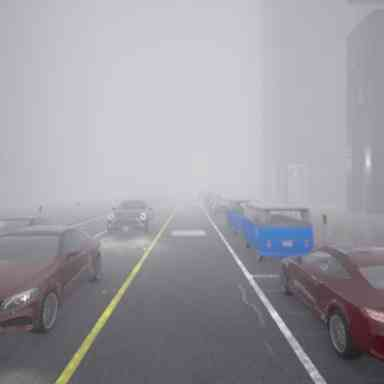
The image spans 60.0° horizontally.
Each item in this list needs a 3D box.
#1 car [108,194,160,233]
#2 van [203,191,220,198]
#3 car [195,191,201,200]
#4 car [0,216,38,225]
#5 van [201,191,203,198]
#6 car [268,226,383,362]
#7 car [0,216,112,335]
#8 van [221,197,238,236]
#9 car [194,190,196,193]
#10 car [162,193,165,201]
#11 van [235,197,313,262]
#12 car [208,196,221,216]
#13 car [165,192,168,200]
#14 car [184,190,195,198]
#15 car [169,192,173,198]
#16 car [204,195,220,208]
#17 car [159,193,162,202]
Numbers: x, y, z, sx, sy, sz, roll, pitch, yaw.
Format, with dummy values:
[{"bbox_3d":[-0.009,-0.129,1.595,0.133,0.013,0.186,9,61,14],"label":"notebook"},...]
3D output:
[{"bbox_3d":[-3.207,1.187,18.327,2.097,1.767,4.553,0,0,0],"label":"car"},{"bbox_3d":[2.491,0.955,39.644,1.690,1.788,3.998,0,1,0],"label":"van"},{"bbox_3d":[2.291,0.670,68.030,2.192,1.841,5.009,0,1,0],"label":"car"},{"bbox_3d":[-5.833,1.493,11.200,1.802,1.307,4.206,0,1,0],"label":"car"},{"bbox_3d":[2.451,0.904,45.322,1.690,1.788,3.998,0,1,0],"label":"van"},{"bbox_3d":[2.732,1.515,5.584,1.802,1.307,4.206,0,1,0],"label":"car"},{"bbox_3d":[-3.137,1.470,6.760,1.812,1.442,4.674,0,1,-1],"label":"car"},{"bbox_3d":[2.651,1.164,16.936,1.690,1.788,3.998,0,1,0],"label":"van"},{"bbox_3d":[2.212,0.694,79.386,1.967,1.590,4.097,0,0,0],"label":"car"},{"bbox_3d":[-6.152,1.019,56.445,1.752,1.417,4.829,0,1,0],"label":"car"},{"bbox_3d":[2.691,1.219,11.259,1.690,1.788,3.998,0,1,0],"label":"van"},{"bbox_3d":[2.571,1.300,28.292,1.802,1.307,4.206,0,1,0],"label":"car"},{"bbox_3d":[-6.193,1.006,62.293,1.947,1.339,4.313,0,1,0],"label":"car"},{"bbox_3d":[-0.593,0.731,85.541,1.812,1.442,4.674,0,0,0],"label":"car"},{"bbox_3d":[-6.312,0.832,79.323,1.887,1.381,4.507,0,1,0],"label":"car"},{"bbox_3d":[2.532,1.248,33.969,1.802,1.307,4.206,0,1,0],"label":"car"},{"bbox_3d":[-6.113,0.984,50.937,1.967,1.590,4.097,0,1,0],"label":"car"}]
